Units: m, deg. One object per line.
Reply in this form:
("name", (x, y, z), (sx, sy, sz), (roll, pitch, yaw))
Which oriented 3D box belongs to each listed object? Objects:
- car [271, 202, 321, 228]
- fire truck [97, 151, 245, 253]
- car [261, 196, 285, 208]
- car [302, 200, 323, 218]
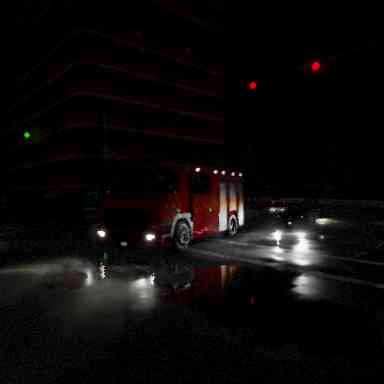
("car", (7.034, 1.584, 22.158), (1.895, 1.301, 4.718), (0, 0, 30))
("fire truck", (-0.328, 0.343, 15.197), (2.891, 3.827, 8.468), (0, 0, 29))
("car", (12.016, 1.390, 49.440), (2.097, 1.767, 4.553), (0, 0, -11))
("car", (10.913, 1.467, 30.645), (1.882, 1.535, 5.008), (0, 0, 17))
